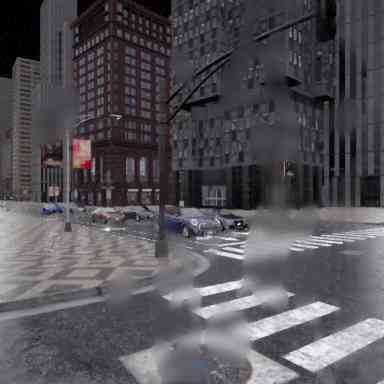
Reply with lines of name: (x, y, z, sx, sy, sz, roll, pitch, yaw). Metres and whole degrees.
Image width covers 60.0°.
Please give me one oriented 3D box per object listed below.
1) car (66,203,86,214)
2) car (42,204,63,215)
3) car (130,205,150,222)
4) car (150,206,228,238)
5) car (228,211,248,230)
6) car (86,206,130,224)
car: (-16.887, 2.399, 48.472, 2.128, 1.511, 4.902, 0, -1, -35)
car: (-19.654, 2.394, 46.755, 1.882, 1.535, 5.008, 0, -1, -35)
car: (-5.119, 2.025, 31.961, 1.837, 1.490, 4.892, 0, -1, -36)
car: (-0.306, 1.636, 19.650, 2.097, 1.767, 4.553, 0, -1, -35)
car: (1.767, 1.861, 22.370, 1.994, 1.385, 4.181, 0, -1, -36)
car: (-7.633, 2.047, 29.887, 1.812, 1.442, 4.674, 0, -1, -36)
